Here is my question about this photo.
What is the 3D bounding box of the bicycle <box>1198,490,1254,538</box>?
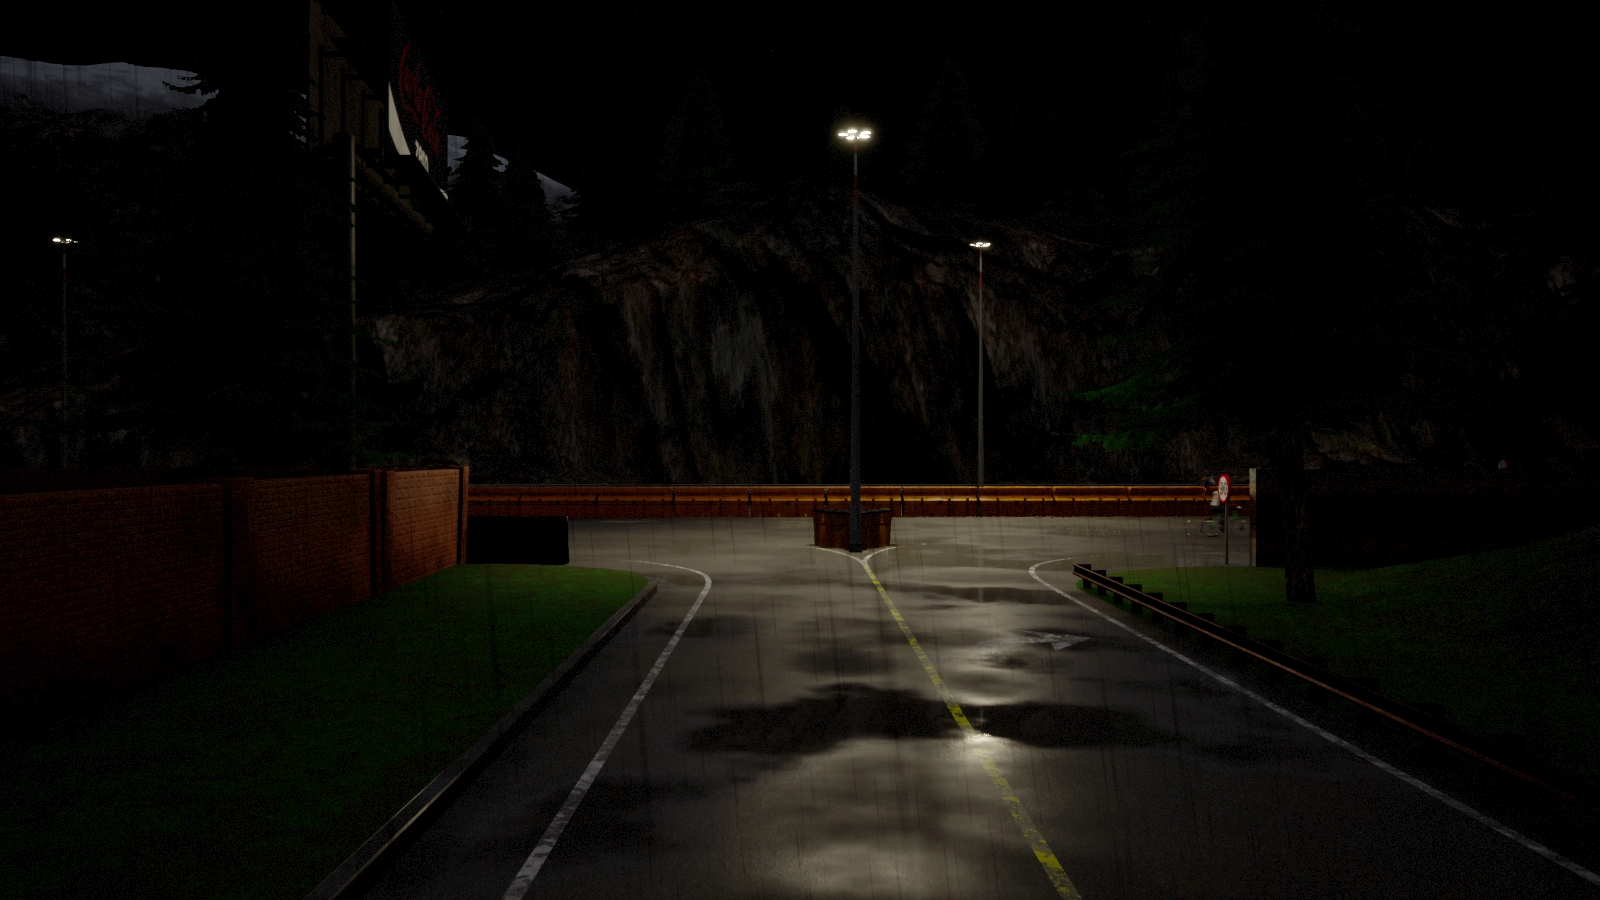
[{"bbox_3d":[13.626,2.047,36.545,1.643,1.514,0.373,0,0,-1],"label":"bicycle"}]
